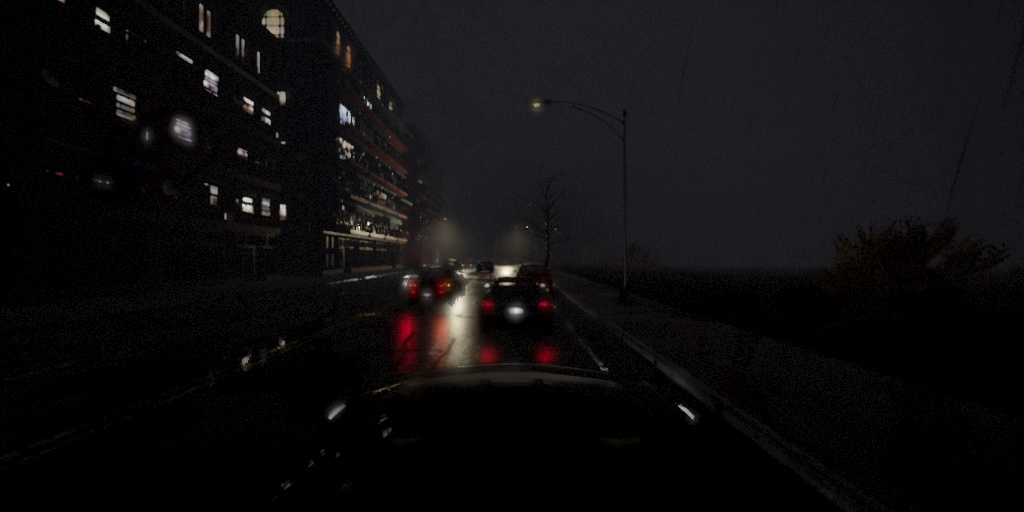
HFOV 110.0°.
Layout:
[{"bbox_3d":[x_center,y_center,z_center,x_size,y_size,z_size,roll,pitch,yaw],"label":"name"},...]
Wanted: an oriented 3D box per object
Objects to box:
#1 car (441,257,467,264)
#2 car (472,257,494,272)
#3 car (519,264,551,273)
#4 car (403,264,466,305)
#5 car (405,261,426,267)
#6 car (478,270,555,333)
[{"bbox_3d":[-6.596,1.149,38.966,2.128,1.511,4.902,0,0,0],"label":"car"},{"bbox_3d":[-3.146,1.138,42.692,2.128,1.511,4.902,0,0,0],"label":"car"},{"bbox_3d":[1.139,1.185,19.668,1.882,1.535,5.008,0,0,0],"label":"car"},{"bbox_3d":[-3.148,1.242,15.597,1.812,1.442,4.674,0,0,0],"label":"car"},{"bbox_3d":[-9.846,1.226,37.295,1.994,1.385,4.181,0,0,0],"label":"car"},{"bbox_3d":[0.104,1.293,10.623,1.994,1.385,4.181,0,0,0],"label":"car"}]
